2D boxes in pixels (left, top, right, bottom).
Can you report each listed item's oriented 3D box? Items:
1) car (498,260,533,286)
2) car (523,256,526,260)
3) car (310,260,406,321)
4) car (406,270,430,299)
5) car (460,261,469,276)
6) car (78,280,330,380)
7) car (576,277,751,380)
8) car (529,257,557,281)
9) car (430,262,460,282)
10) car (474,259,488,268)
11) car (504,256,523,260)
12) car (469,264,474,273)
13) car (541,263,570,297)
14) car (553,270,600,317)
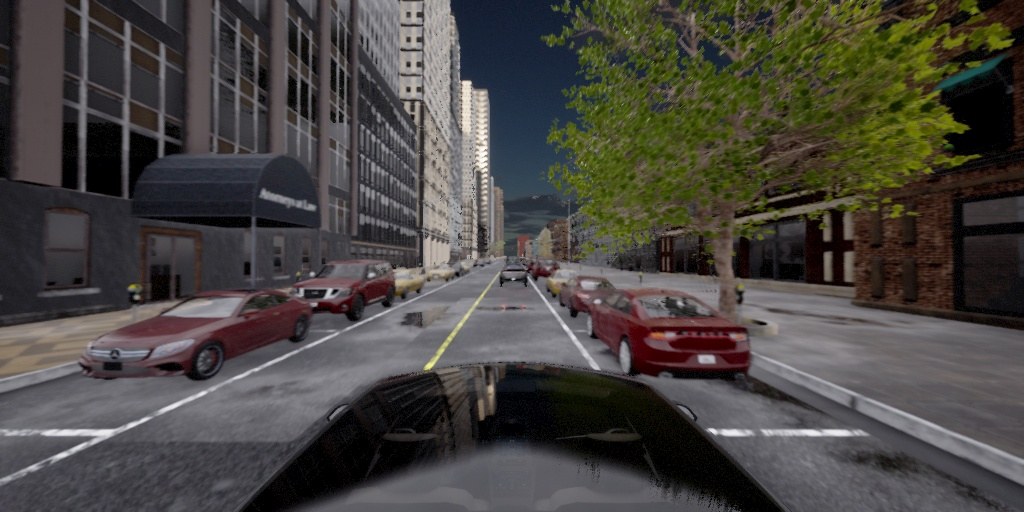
[{"bbox_3d":[0.098,1.243,25.075,2.128,1.511,4.902,0,0,0],"label":"car"},{"bbox_3d":[2.688,1.061,40.477,2.192,1.841,5.009,0,0,0],"label":"car"},{"bbox_3d":[-5.690,1.066,12.743,2.192,1.841,5.009,0,0,0],"label":"car"},{"bbox_3d":[-5.690,1.277,18.118,1.751,1.417,4.829,0,0,0],"label":"car"},{"bbox_3d":[-5.692,1.314,34.928,1.948,1.339,4.313,0,0,0],"label":"car"},{"bbox_3d":[-5.690,1.333,7.197,1.802,1.307,4.207,0,0,0],"label":"car"},{"bbox_3d":[2.691,1.297,7.199,1.888,1.381,4.507,0,0,0],"label":"car"},{"bbox_3d":[2.689,1.066,29.384,2.192,1.841,5.009,0,0,0],"label":"car"},{"bbox_3d":[-5.692,1.275,29.210,1.751,1.417,4.829,0,0,0],"label":"car"},{"bbox_3d":[-5.694,1.294,62.657,1.948,1.339,4.313,0,0,0],"label":"car"},{"bbox_3d":[0.096,0.964,47.364,2.150,2.045,5.566,0,0,0],"label":"car"},{"bbox_3d":[-5.693,1.271,40.303,1.751,1.417,4.829,0,0,0],"label":"car"},{"bbox_3d":[2.690,1.278,18.461,1.751,1.417,4.829,0,0,0],"label":"car"},{"bbox_3d":[2.691,1.335,12.745,1.802,1.307,4.207,0,0,0],"label":"car"}]
